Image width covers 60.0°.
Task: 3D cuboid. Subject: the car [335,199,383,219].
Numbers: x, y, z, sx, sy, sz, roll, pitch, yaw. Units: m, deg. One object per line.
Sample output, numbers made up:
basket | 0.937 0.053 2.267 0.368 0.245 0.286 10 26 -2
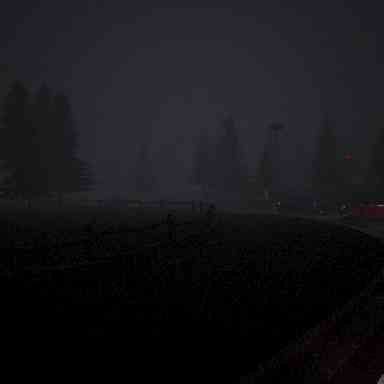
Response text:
car | 14.791 1.346 27.652 4.553 1.767 2.097 0 0 41

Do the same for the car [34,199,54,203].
car | -29.534 1.592 65.972 4.718 1.301 1.895 0 0 41

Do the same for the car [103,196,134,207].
car | -11.342 1.520 50.304 4.674 1.442 1.812 0 0 41

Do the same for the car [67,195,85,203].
car | -25.749 1.547 71.924 4.181 1.385 1.994 0 0 41

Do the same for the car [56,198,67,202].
car | -28.725 1.547 69.870 4.181 1.385 1.994 0 0 41

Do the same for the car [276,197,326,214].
car | 11.295 1.346 35.314 4.553 1.767 2.097 0 0 41

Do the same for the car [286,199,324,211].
car | 14.226 1.556 42.038 4.181 1.385 1.994 0 0 41

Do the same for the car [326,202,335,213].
car | 16.084 1.557 35.793 4.181 1.385 1.994 0 0 41

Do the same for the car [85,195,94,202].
car | -24.076 1.471 75.103 5.008 1.535 1.882 0 0 41

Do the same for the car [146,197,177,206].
car | -4.574 1.485 53.701 4.902 1.511 2.128 0 0 41

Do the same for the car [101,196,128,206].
car | -13.206 1.472 56.550 5.008 1.535 1.882 0 0 41

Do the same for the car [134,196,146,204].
car | -10.483 1.471 63.453 5.008 1.535 1.882 -1 0 41
